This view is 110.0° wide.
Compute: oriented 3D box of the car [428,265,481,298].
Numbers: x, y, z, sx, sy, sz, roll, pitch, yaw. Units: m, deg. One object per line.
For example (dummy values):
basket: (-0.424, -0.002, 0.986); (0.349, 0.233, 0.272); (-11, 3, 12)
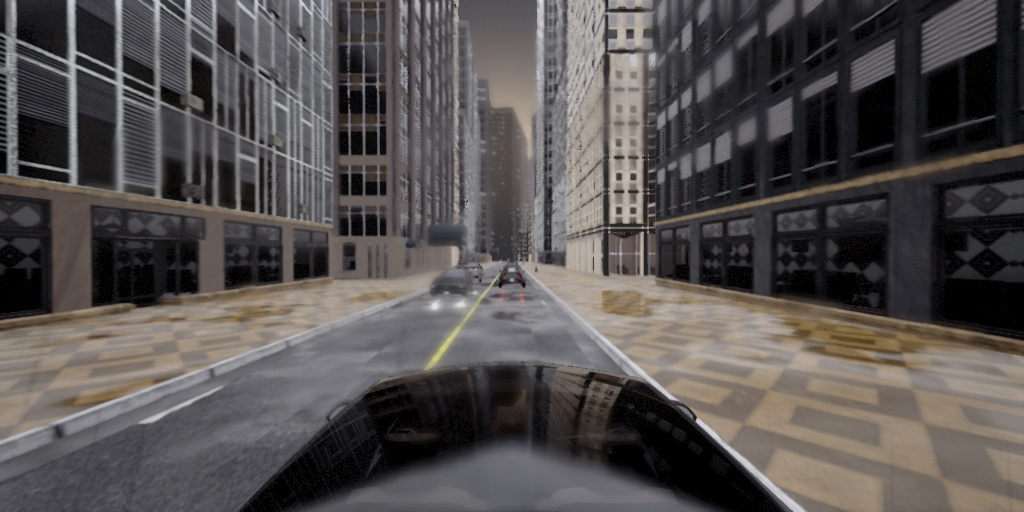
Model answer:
car: (-3.075, 1.381, 19.547); (2.033, 1.411, 5.357); (0, 0, 0)

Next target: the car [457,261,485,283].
car: (-2.995, 1.069, 25.438); (1.994, 1.385, 4.181); (0, 0, 0)

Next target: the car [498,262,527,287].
car: (0.022, 1.388, 25.575); (1.812, 1.442, 4.674); (0, 0, 1)
